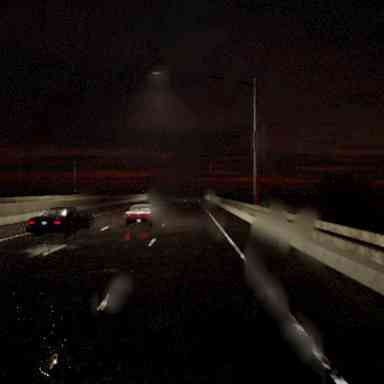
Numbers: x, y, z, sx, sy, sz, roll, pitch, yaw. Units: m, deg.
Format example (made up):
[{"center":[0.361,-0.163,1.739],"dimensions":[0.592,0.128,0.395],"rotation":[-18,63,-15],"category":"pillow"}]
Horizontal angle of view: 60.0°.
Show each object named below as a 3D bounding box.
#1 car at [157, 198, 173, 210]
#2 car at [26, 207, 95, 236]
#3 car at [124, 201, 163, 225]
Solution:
[{"center":[-3.405,1.453,40.599],"dimensions":[1.994,1.385,4.181],"rotation":[0,0,0],"category":"car"},{"center":[-6.902,1.500,18.046],"dimensions":[2.033,1.411,5.357],"rotation":[0,0,0],"category":"car"},{"center":[-3.403,1.539,23.478],"dimensions":[1.895,1.301,4.718],"rotation":[0,0,0],"category":"car"}]
